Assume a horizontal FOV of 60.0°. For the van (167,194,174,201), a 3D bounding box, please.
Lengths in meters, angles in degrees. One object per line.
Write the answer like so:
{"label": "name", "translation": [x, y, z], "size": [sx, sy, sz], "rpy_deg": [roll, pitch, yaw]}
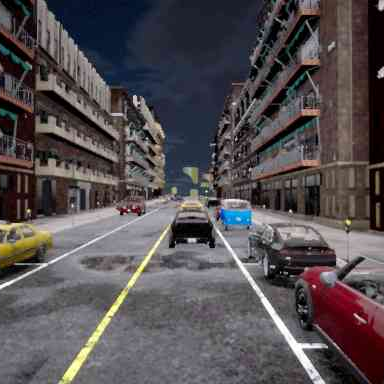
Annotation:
{"label": "van", "translation": [-5.675, 1.404, 89.065], "size": [1.690, 1.788, 3.998], "rpy_deg": [1, 0, 0]}

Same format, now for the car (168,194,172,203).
{"label": "car", "translation": [-5.678, 1.585, 66.418], "size": [1.887, 1.381, 4.507], "rpy_deg": [1, 0, 0]}

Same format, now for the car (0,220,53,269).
{"label": "car", "translation": [-5.678, 1.527, 9.632], "size": [1.752, 1.417, 4.829], "rpy_deg": [1, 0, 0]}

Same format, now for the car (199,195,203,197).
{"label": "car", "translation": [2.703, 1.583, 83.535], "size": [1.752, 1.417, 4.829], "rpy_deg": [1, 0, 0]}

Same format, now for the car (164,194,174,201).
{"label": "car", "translation": [-5.675, 1.372, 83.404], "size": [2.192, 1.841, 5.009], "rpy_deg": [1, 0, 0]}

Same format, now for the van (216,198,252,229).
{"label": "van", "translation": [2.705, 1.349, 21.085], "size": [1.690, 1.788, 3.998], "rpy_deg": [1, 0, 0]}

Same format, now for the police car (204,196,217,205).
{"label": "police car", "translation": [3.134, 1.451, 48.098], "size": [1.930, 1.638, 5.238], "rpy_deg": [0, 0, 0]}

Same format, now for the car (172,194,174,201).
{"label": "car", "translation": [-5.677, 1.486, 72.081], "size": [1.967, 1.590, 4.097], "rpy_deg": [1, 0, 0]}

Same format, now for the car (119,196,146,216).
{"label": "car", "translation": [-5.674, 1.330, 32.449], "size": [2.192, 1.841, 5.009], "rpy_deg": [1, 0, 0]}

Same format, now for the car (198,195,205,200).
{"label": "car", "translation": [2.709, 1.635, 94.688], "size": [1.947, 1.339, 4.313], "rpy_deg": [1, 0, 0]}

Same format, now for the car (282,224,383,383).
{"label": "car", "translation": [2.704, 1.440, 4.100], "size": [1.967, 1.590, 4.097], "rpy_deg": [1, 0, 0]}

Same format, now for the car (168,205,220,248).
{"label": "car", "translation": [0.001, 1.521, 14.652], "size": [1.837, 1.490, 4.892], "rpy_deg": [0, 0, 0]}

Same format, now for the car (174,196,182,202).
{"label": "car", "translation": [-3.000, 1.546, 76.725], "size": [1.994, 1.385, 4.181], "rpy_deg": [0, 0, 0]}

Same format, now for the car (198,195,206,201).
{"label": "car", "translation": [2.705, 1.608, 89.026], "size": [1.887, 1.381, 4.507], "rpy_deg": [1, 0, 0]}

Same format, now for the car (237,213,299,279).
{"label": "car", "translation": [2.702, 1.553, 9.762], "size": [2.008, 1.369, 4.403], "rpy_deg": [1, 0, 0]}

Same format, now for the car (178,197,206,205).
{"label": "car", "translation": [0.000, 1.499, 29.654], "size": [1.882, 1.535, 5.008], "rpy_deg": [0, 0, 0]}

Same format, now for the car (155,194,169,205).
{"label": "car", "translation": [-5.679, 1.561, 60.587], "size": [1.752, 1.417, 4.829], "rpy_deg": [1, 0, 0]}

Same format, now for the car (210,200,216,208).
{"label": "car", "translation": [2.701, 1.593, 26.747], "size": [1.802, 1.307, 4.206], "rpy_deg": [1, 0, 0]}
